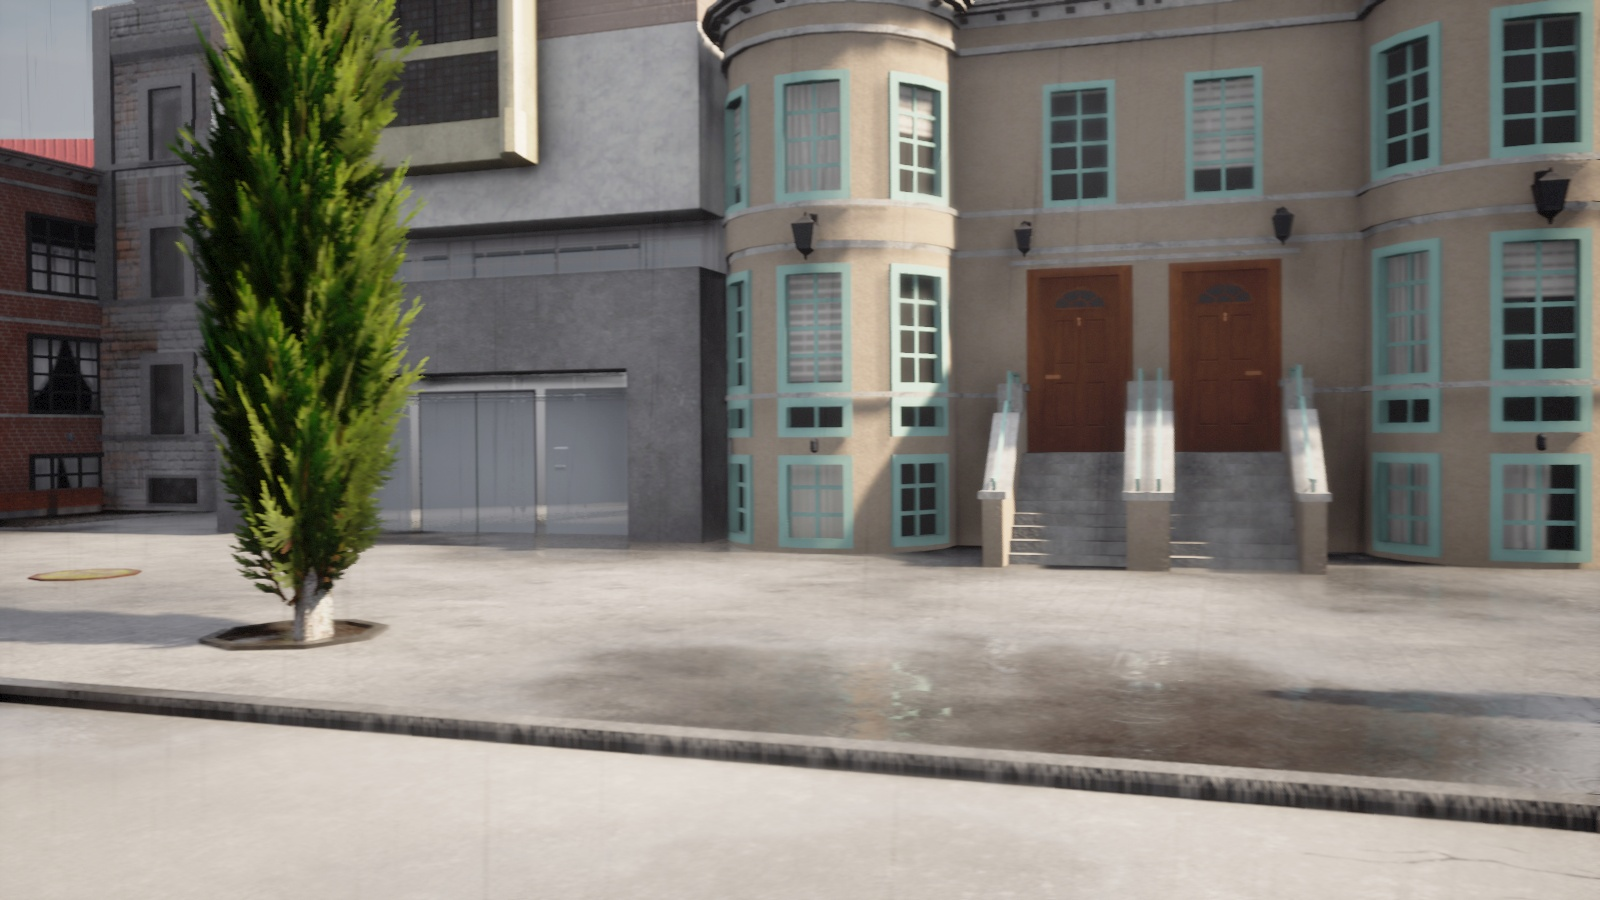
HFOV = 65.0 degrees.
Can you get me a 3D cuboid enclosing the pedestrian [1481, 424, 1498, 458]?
[{"bbox_3d":[38.103,-0.496,69.408,0.634,1.844,0.899,0,1,17],"label":"pedestrian"}]
